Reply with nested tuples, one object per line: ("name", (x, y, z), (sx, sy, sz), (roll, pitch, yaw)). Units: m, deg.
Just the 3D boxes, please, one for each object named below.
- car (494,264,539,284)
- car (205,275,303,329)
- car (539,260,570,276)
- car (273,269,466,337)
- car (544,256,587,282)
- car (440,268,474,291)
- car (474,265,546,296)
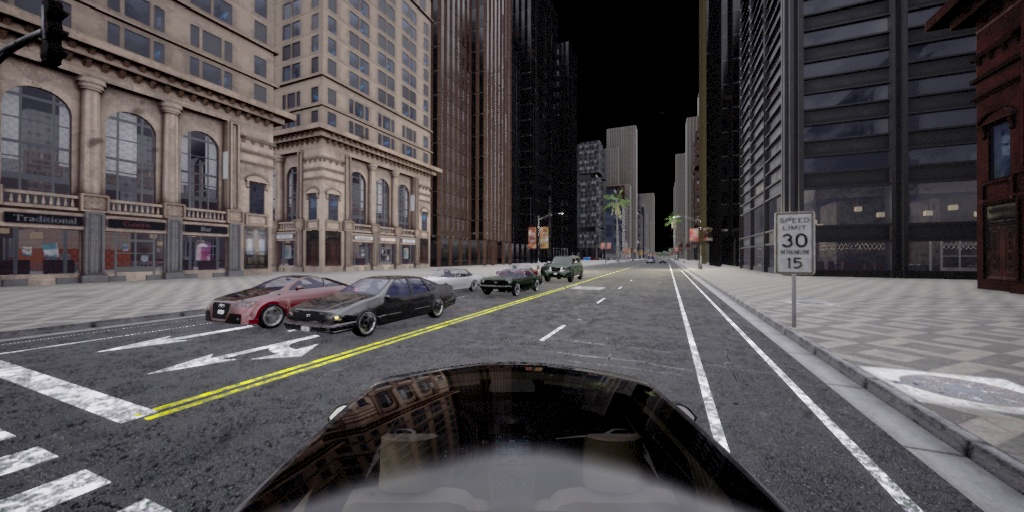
("car", (0.449, 1.363, 28.594), (1.895, 1.301, 4.718), (0, 0, 24))
("car", (-6.990, 1.316, 11.413), (1.994, 1.385, 4.181), (0, 0, 24))
("car", (4.541, 1.249, 37.944), (1.882, 1.535, 5.008), (0, 0, 24))
("car", (-3.738, 1.299, 10.755), (2.033, 1.411, 5.357), (0, 0, 23))
("car", (4.330, 0.985, 29.367), (2.150, 2.045, 5.566), (0, 0, 23))
("car", (-3.512, 1.356, 19.454), (1.895, 1.301, 4.718), (0, 0, 23))
("car", (0.074, 1.357, 19.554), (1.895, 1.301, 4.718), (0, 0, 24))
